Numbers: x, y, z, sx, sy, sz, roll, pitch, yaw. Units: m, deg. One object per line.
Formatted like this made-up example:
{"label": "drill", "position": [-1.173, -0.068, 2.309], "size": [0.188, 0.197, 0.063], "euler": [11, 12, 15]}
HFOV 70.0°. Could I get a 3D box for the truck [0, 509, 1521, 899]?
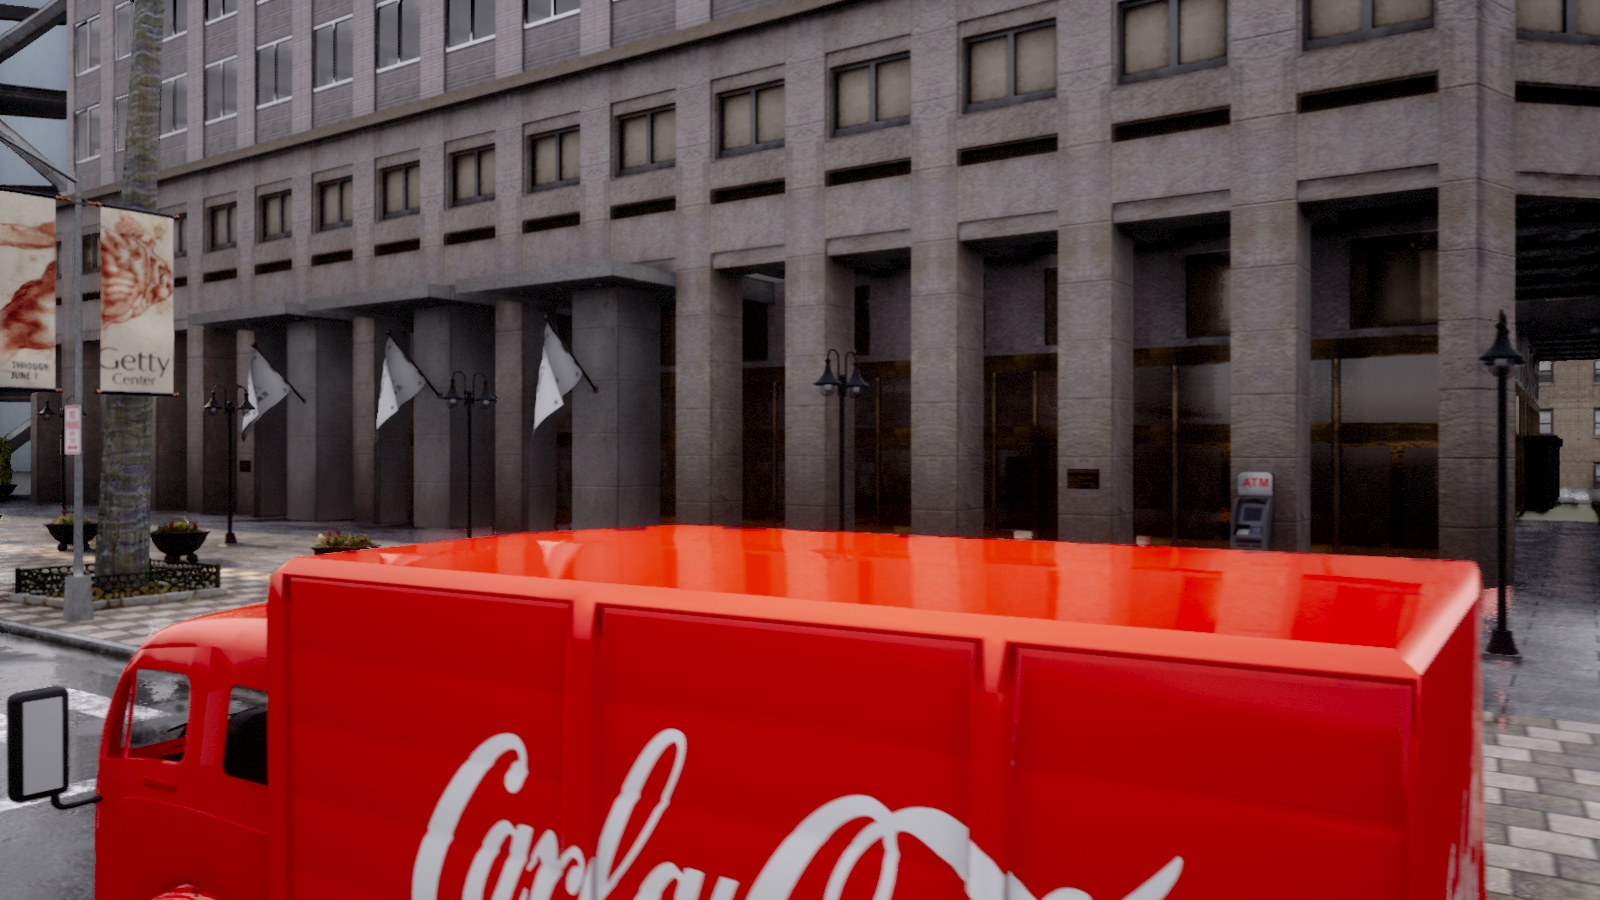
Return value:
{"label": "truck", "position": [-0.504, 1.558, 4.161], "size": [5.204, 2.467, 2.627], "euler": [-1, 0, 34]}
